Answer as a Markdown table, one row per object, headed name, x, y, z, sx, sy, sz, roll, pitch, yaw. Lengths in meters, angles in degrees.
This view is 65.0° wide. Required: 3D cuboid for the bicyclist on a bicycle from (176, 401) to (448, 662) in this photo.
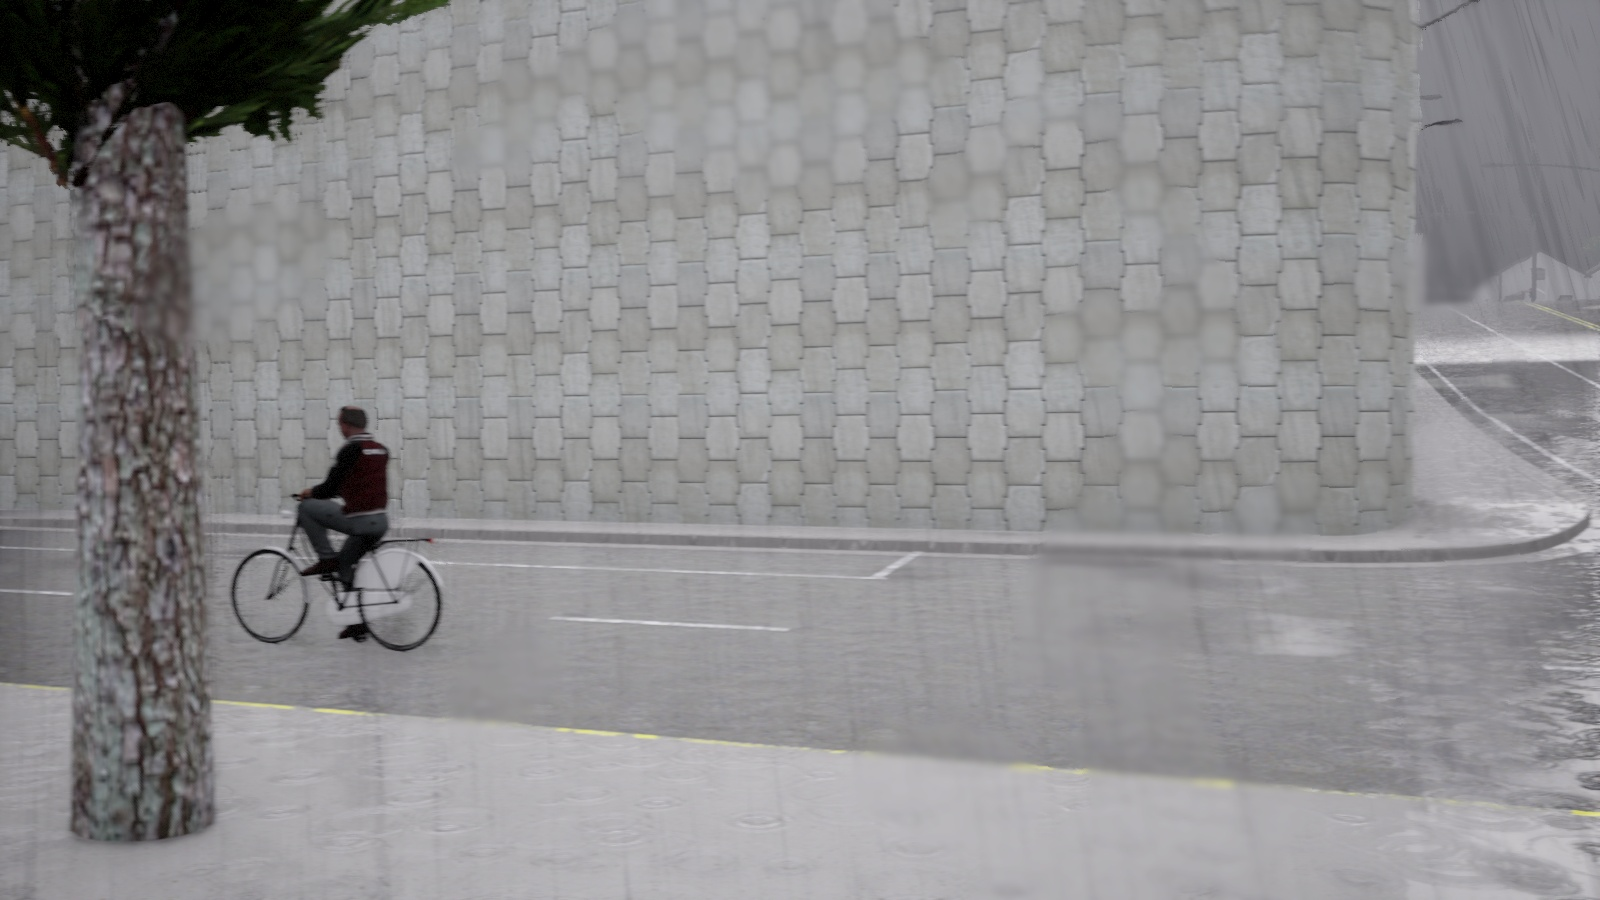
| name | x | y | z | sx | sy | sz | roll | pitch | yaw |
| --- | --- | --- | --- | --- | --- | --- | --- | --- | --- |
| bicyclist on a bicycle | -3.545 | 0.538 | 9.127 | 1.843 | 1.776 | 0.659 | 1 | 1 | 19 |
